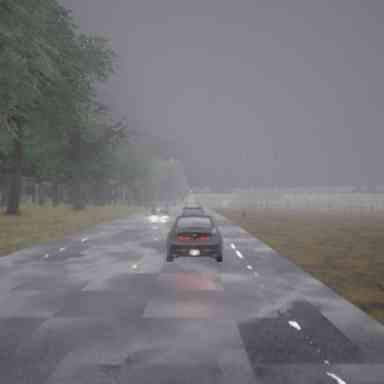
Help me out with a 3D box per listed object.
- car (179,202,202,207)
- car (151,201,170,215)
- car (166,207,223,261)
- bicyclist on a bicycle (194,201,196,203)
[{"bbox_3d":[0.081,1.699,29.031,2.128,1.511,4.902,0,-1,0],"label":"car"},{"bbox_3d":[-3.609,1.841,38.178,2.128,1.511,4.902,0,-1,0],"label":"car"},{"bbox_3d":[0.085,1.566,12.469,1.837,1.490,4.892,0,0,0],"label":"car"},{"bbox_3d":[0.922,2.957,83.466,0.866,1.612,1.509,0,-2,0],"label":"bicyclist on a bicycle"}]
